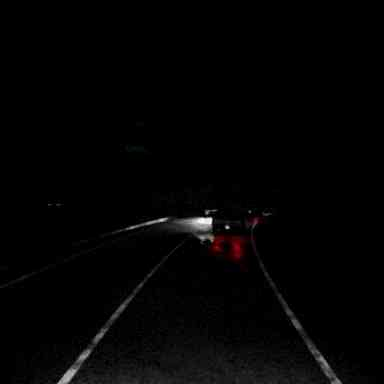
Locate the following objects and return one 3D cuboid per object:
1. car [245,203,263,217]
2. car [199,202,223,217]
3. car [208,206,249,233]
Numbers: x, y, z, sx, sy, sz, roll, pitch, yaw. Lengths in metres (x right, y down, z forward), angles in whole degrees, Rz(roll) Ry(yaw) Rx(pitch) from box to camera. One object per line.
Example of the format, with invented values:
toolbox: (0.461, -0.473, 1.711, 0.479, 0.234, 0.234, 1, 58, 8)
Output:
car: (6.978, 1.984, 38.319, 1.812, 1.442, 4.674, 2, 0, 18)
car: (2.143, 1.789, 34.397, 2.128, 1.511, 4.902, 1, 0, 17)
car: (2.473, 1.809, 21.573, 1.895, 1.301, 4.718, 1, -1, 11)
